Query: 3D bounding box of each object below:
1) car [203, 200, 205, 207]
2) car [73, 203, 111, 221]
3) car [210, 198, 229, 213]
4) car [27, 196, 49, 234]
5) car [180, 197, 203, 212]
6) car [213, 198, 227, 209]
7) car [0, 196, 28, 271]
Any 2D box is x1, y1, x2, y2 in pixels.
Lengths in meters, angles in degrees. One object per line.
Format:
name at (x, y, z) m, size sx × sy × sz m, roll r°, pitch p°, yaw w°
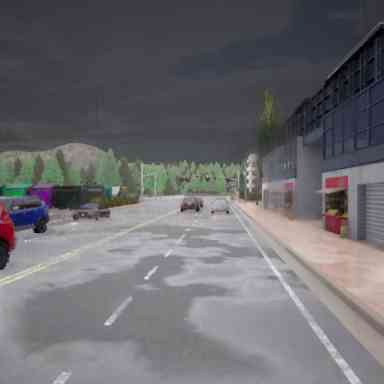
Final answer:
car at (0.732, 1.581, 49.719) m, size 1.837 × 1.490 × 4.892 m, roll 0°, pitch 0°, yaw 5°
car at (-8.307, 1.605, 27.827) m, size 1.994 × 1.385 × 4.181 m, roll 0°, pitch 0°, yaw 5°
car at (3.132, 1.583, 36.943) m, size 1.812 × 1.442 × 4.674 m, roll 0°, pitch 0°, yaw 5°
car at (-9.370, 1.244, 16.734) m, size 2.150 × 2.045 × 5.566 m, roll 0°, pitch 0°, yaw 5°
car at (-0.123, 1.413, 39.930) m, size 2.097 × 1.767 × 4.553 m, roll 0°, pitch 0°, yaw 5°
car at (4.018, 1.577, 47.115) m, size 1.837 × 1.490 × 4.892 m, roll 0°, pitch 0°, yaw 5°
car at (-6.603, 1.232, 7.919) m, size 2.150 × 2.045 × 5.566 m, roll 0°, pitch 0°, yaw 5°
